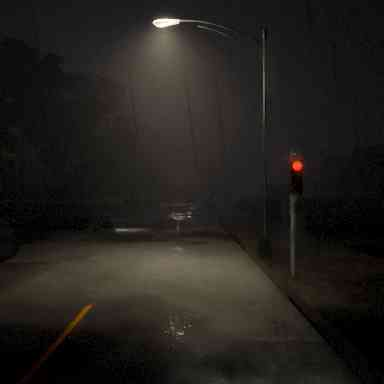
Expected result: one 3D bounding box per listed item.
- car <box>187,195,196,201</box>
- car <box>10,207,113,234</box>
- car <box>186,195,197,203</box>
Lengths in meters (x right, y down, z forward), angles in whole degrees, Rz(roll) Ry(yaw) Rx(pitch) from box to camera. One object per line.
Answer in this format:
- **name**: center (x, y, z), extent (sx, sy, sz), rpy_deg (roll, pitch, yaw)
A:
- **car**: center (-0.083, 1.427, 77.493), extent (1.895, 1.301, 4.718), rpy_deg (0, 0, 0)
- **car**: center (-7.257, 1.548, 18.931), extent (5.357, 1.411, 2.033), rpy_deg (0, 0, -14)
- **car**: center (-0.072, 1.526, 67.460), extent (1.812, 1.442, 4.674), rpy_deg (0, 0, 0)
